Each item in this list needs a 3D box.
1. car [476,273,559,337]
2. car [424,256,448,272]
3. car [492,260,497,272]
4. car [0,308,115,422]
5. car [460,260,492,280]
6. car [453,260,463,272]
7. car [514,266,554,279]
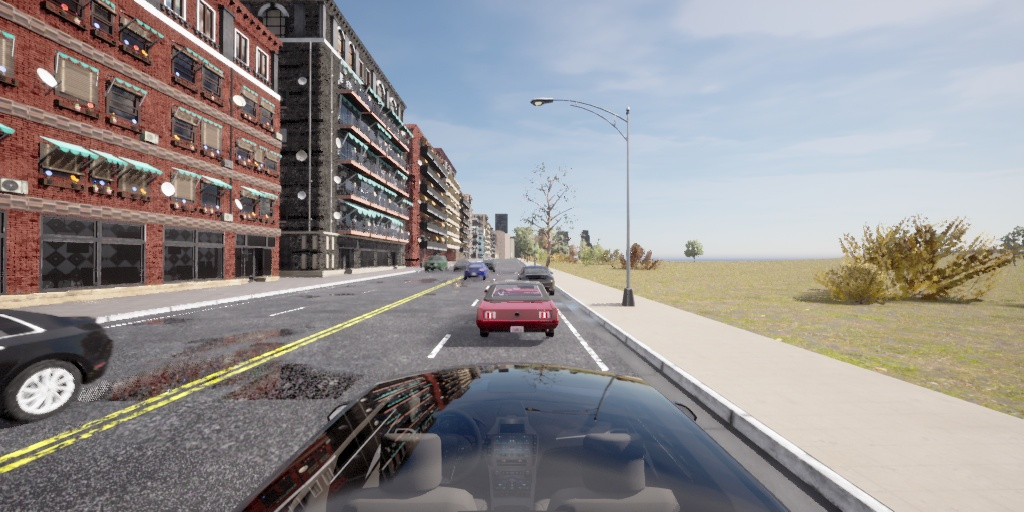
[{"bbox_3d":[0.133,1.352,10.235,1.895,1.301,4.718,0,0,0],"label":"car"},{"bbox_3d":[-9.666,0.972,46.054,2.150,2.045,5.566,0,0,0],"label":"car"},{"bbox_3d":[-2.967,1.255,44.953,1.837,1.490,4.892,0,0,0],"label":"car"},{"bbox_3d":[-6.597,1.255,3.009,1.837,1.490,4.892,0,0,0],"label":"car"},{"bbox_3d":[-3.029,1.279,30.870,1.812,1.442,4.674,0,-1,0],"label":"car"},{"bbox_3d":[-6.414,1.256,46.385,1.837,1.490,4.892,0,0,0],"label":"car"},{"bbox_3d":[1.210,1.257,19.435,1.837,1.490,4.892,0,0,0],"label":"car"}]
